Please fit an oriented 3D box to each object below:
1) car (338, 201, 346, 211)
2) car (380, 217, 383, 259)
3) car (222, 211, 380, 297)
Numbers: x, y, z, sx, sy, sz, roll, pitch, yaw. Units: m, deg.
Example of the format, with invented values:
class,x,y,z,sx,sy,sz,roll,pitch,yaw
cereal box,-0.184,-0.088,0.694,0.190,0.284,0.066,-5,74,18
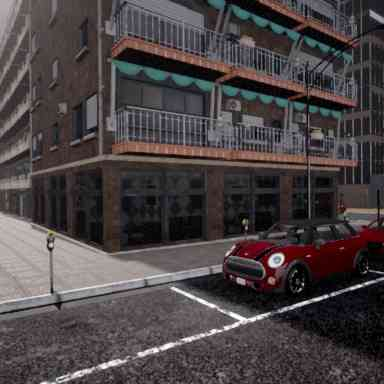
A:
class,x,y,z,sx,sy,sz,roll,pitch,yaw
car,16.482,1.742,40.570,1.967,1.590,4.097,-2,0,-36
car,7.198,1.542,11.687,4.507,1.381,1.887,0,-1,-35
car,2.697,1.438,8.485,4.097,1.590,1.967,0,-1,-35
